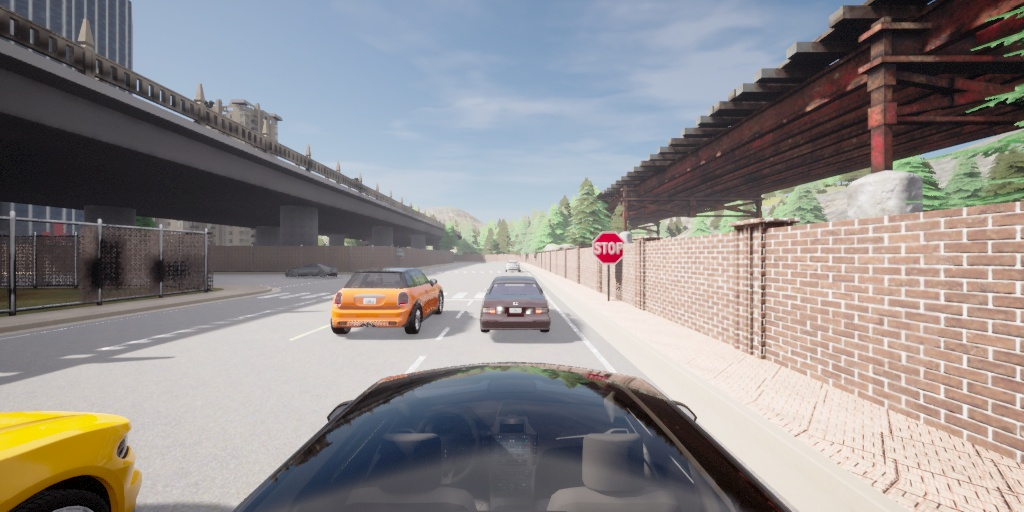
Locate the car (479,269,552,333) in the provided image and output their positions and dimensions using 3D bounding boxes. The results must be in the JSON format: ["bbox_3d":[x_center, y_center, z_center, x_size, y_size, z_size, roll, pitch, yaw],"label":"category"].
[{"bbox_3d":[0.079,1.297,10.758,2.033,1.411,5.357,0,0,0],"label":"car"}]

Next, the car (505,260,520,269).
[{"bbox_3d":[0.092,1.276,45.466,1.812,1.442,4.674,0,0,-1],"label":"car"}]

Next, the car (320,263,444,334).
[{"bbox_3d":[-3.422,1.102,10.736,2.097,1.767,4.553,0,0,0],"label":"car"}]

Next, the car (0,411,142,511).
[{"bbox_3d":[-3.397,1.228,0.274,1.882,1.535,5.008,0,0,0],"label":"car"}]

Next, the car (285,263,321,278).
[{"bbox_3d":[-18.281,1.314,32.799,4.181,1.385,1.994,0,0,0],"label":"car"}]
